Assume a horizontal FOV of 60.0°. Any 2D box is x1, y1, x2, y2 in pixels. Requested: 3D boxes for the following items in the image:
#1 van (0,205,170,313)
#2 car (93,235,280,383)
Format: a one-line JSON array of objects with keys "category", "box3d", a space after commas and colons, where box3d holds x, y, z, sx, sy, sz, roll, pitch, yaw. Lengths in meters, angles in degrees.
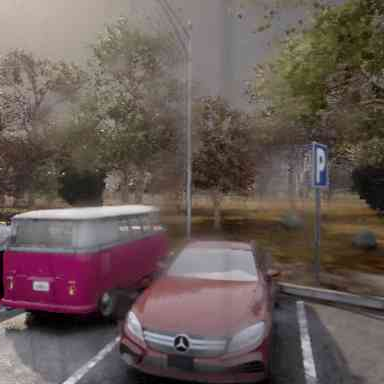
[{"category": "van", "box3d": [-1.918, 1.316, 7.562, 1.878, 1.987, 4.442, -1, -1, 15]}, {"category": "car", "box3d": [0.488, 1.553, 5.733, 2.002, 1.452, 4.674, 0, -1, 15]}]
